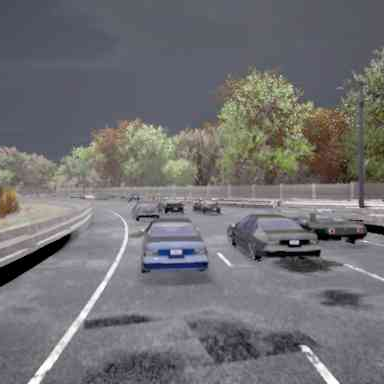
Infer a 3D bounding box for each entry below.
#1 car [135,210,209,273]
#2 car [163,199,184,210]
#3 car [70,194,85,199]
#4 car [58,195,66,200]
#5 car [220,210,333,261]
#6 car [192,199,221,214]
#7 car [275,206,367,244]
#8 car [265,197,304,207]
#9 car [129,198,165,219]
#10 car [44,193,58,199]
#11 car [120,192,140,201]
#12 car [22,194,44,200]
[{"bbox_3d":[-0.662,1.529,10.694,2.033,1.411,5.357,0,0,-6],"label":"car"},{"bbox_3d":[-2.285,1.421,33.818,1.882,1.535,5.008,0,0,-18],"label":"car"},{"bbox_3d":[-27.836,1.092,80.648,4.553,1.767,2.097,0,0,44],"label":"car"},{"bbox_3d":[-34.418,1.373,86.521,4.181,1.385,1.994,0,0,41],"label":"car"},{"bbox_3d":[2.682,1.518,12.184,2.033,1.411,5.357,0,0,-7],"label":"car"},{"bbox_3d":[1.435,1.462,33.667,1.812,1.442,4.674,0,0,-17],"label":"car"},{"bbox_3d":[5.750,1.559,15.388,1.895,1.301,4.718,0,0,-8],"label":"car"},{"bbox_3d":[9.730,1.253,34.052,4.674,1.442,1.812,0,0,44],"label":"car"},{"bbox_3d":[-3.865,1.507,27.180,2.033,1.411,5.357,0,0,-15],"label":"car"},{"bbox_3d":[-36.640,1.166,83.797,4.553,1.767,2.097,0,0,39],"label":"car"},{"bbox_3d":[-11.286,0.958,60.604,2.150,2.045,5.566,0,0,-33],"label":"car"},{"bbox_3d":[-38.896,1.323,81.121,4.892,1.490,1.837,0,0,39],"label":"car"}]
